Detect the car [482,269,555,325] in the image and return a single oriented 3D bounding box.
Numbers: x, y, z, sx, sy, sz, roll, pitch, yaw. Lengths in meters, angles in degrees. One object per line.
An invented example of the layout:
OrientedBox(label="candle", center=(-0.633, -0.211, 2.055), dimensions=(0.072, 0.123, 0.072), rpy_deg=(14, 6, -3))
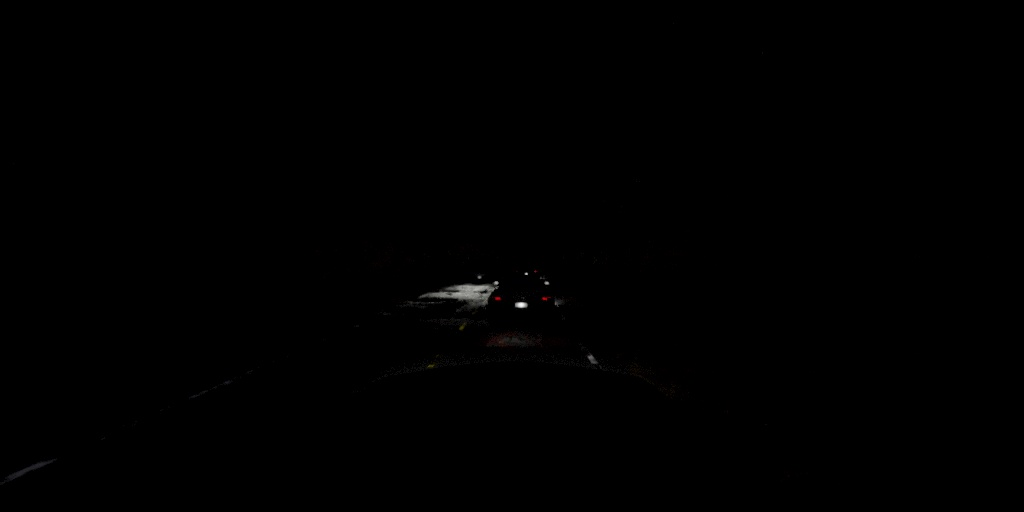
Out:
OrientedBox(label="car", center=(0.312, 1.310, 11.823), dimensions=(1.994, 1.385, 4.181), rpy_deg=(0, 0, 2))

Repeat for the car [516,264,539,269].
OrientedBox(label="car", center=(1.234, 1.300, 28.806), dimensions=(1.994, 1.385, 4.181), rpy_deg=(0, 0, 4))

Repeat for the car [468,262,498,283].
OrientedBox(label="car", center=(-2.079, 1.224, 27.415), dimensions=(2.128, 1.511, 4.902), rpy_deg=(0, 0, 4))
